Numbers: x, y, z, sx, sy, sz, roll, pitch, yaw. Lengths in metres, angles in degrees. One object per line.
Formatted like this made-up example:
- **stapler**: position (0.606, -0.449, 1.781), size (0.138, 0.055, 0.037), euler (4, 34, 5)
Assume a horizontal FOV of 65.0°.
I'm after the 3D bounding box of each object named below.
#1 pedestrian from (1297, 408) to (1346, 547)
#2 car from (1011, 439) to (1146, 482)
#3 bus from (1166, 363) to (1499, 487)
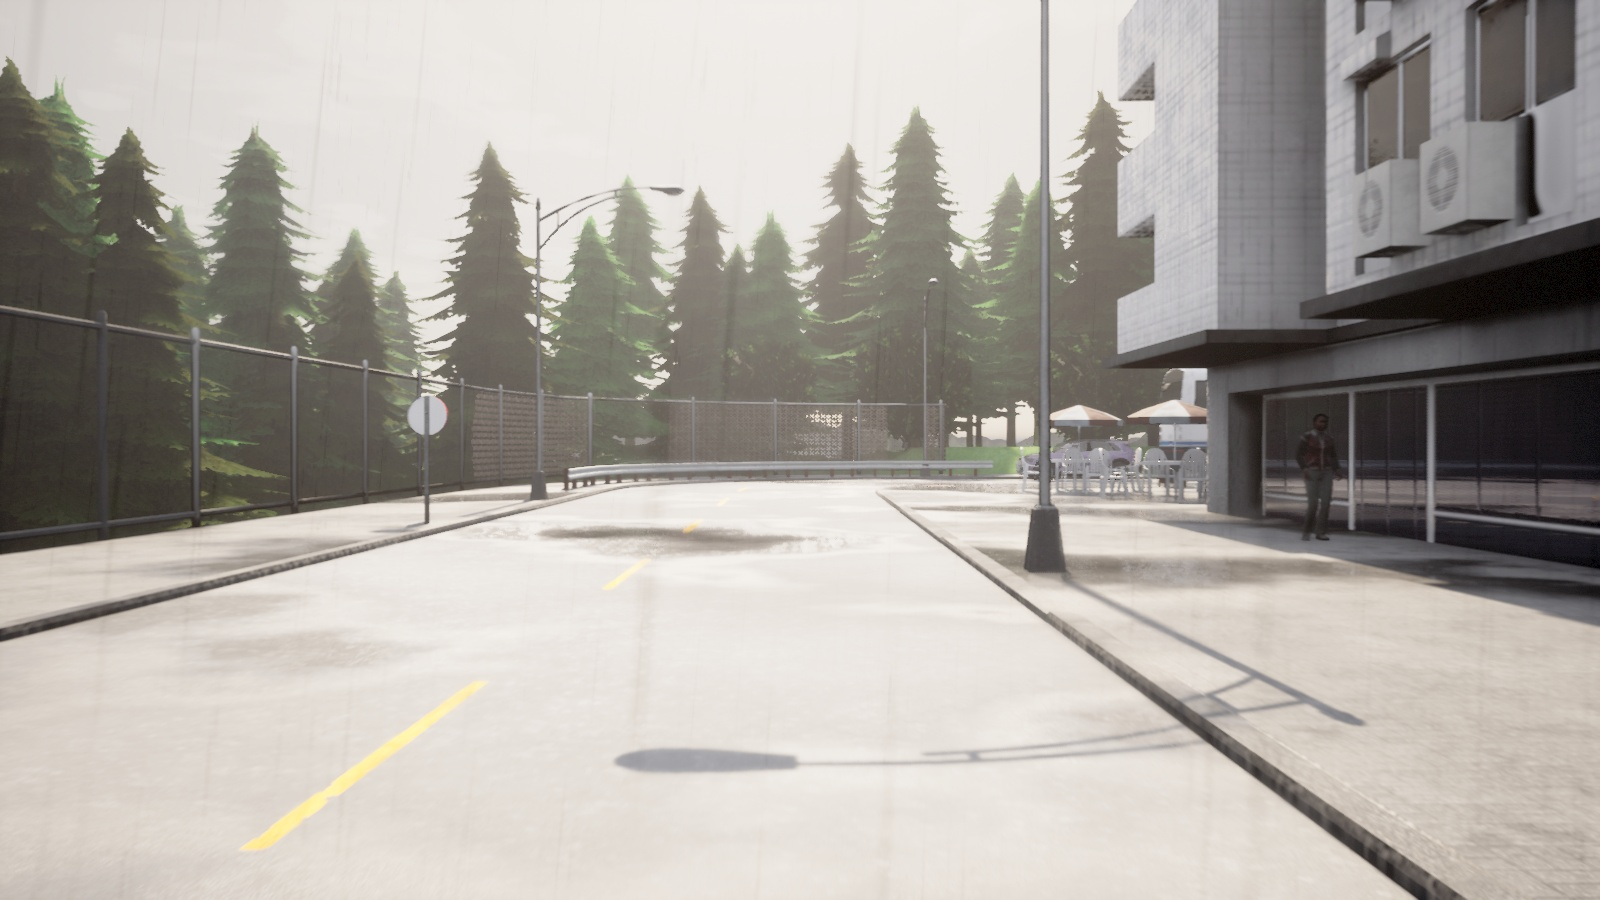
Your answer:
- **pedestrian**: position (7.362, 0.378, 17.737), size (0.402, 1.930, 0.666), euler (0, 0, 0)
- **car**: position (10.846, 0.408, 49.170), size (4.856, 1.649, 2.033), euler (0, 0, 0)
- **bus**: position (18.902, -0.870, 45.216), size (10.273, 4.253, 3.944), euler (0, 0, 1)
